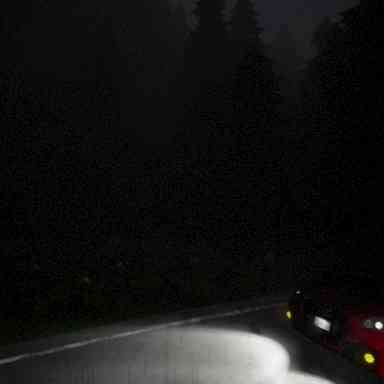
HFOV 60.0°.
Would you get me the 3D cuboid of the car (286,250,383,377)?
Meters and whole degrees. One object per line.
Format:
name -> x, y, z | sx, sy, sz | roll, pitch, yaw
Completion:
car -> 3.596, 1.595, 5.177 | 4.181, 1.385, 1.994 | 1, 0, -21
